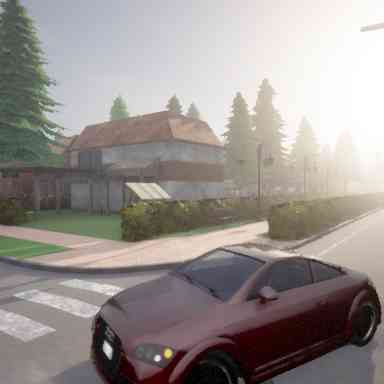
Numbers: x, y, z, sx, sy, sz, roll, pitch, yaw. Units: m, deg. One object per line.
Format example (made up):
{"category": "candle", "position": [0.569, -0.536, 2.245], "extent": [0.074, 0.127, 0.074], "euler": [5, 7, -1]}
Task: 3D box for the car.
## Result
{"category": "car", "position": [0.762, 1.514, 4.736], "extent": [4.181, 1.385, 1.994], "euler": [-2, 3, -32]}
